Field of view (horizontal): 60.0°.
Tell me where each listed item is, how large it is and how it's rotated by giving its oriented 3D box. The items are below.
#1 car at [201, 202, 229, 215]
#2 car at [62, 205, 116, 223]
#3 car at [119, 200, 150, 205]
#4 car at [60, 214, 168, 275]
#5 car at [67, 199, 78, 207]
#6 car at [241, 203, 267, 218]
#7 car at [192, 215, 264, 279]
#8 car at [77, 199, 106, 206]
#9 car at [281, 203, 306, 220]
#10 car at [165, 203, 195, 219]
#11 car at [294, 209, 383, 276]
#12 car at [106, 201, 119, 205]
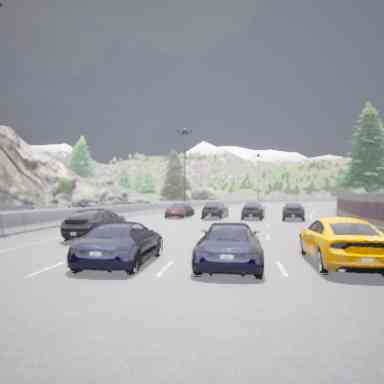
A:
[{"bbox_3d":[2.241,1.735,31.277,1.837,1.490,4.892,0,0,17],"label":"car"},{"bbox_3d":[-4.805,1.616,17.068,1.837,1.490,4.892,0,-1,10],"label":"car"},{"bbox_3d":[-7.523,1.808,46.400,2.128,1.511,4.902,0,-1,22],"label":"car"},{"bbox_3d":[-2.297,1.638,10.878,1.994,1.385,4.181,0,0,8],"label":"car"},{"bbox_3d":[-17.015,1.816,50.946,2.128,1.511,4.902,0,0,22],"label":"car"},{"bbox_3d":[5.711,1.739,30.658,1.837,1.490,4.892,0,0,17],"label":"car"},{"bbox_3d":[1.183,1.643,10.483,1.994,1.385,4.181,0,0,8],"label":"car"},{"bbox_3d":[-14.105,1.918,48.856,1.895,1.301,4.718,0,0,21],"label":"car"},{"bbox_3d":[9.179,1.742,30.046,1.837,1.490,4.892,0,0,17],"label":"car"},{"bbox_3d":[-1.105,1.793,32.263,1.994,1.385,4.181,0,0,17],"label":"car"},{"bbox_3d":[4.765,1.567,10.779,1.882,1.535,5.008,0,0,8],"label":"car"},{"bbox_3d":[-10.258,1.891,48.985,1.994,1.385,4.181,0,0,22],"label":"car"}]
